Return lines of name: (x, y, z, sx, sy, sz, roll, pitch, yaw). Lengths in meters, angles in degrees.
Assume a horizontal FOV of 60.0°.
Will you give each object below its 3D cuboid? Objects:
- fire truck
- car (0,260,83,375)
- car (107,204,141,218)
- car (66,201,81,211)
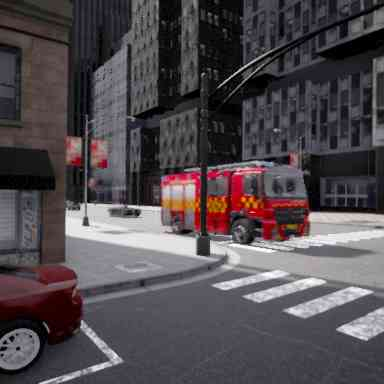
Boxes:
fire truck: (1.689, 0.466, 17.275, 2.891, 3.827, 8.468, 1, -1, -36)
car: (-3.672, 1.545, 4.013, 4.507, 1.381, 1.887, 0, 1, -36)
car: (-7.138, 1.976, 34.876, 1.895, 1.301, 4.718, 1, -1, -36)
car: (-18.416, 2.111, 50.667, 1.837, 1.490, 4.892, 1, -1, -36)
